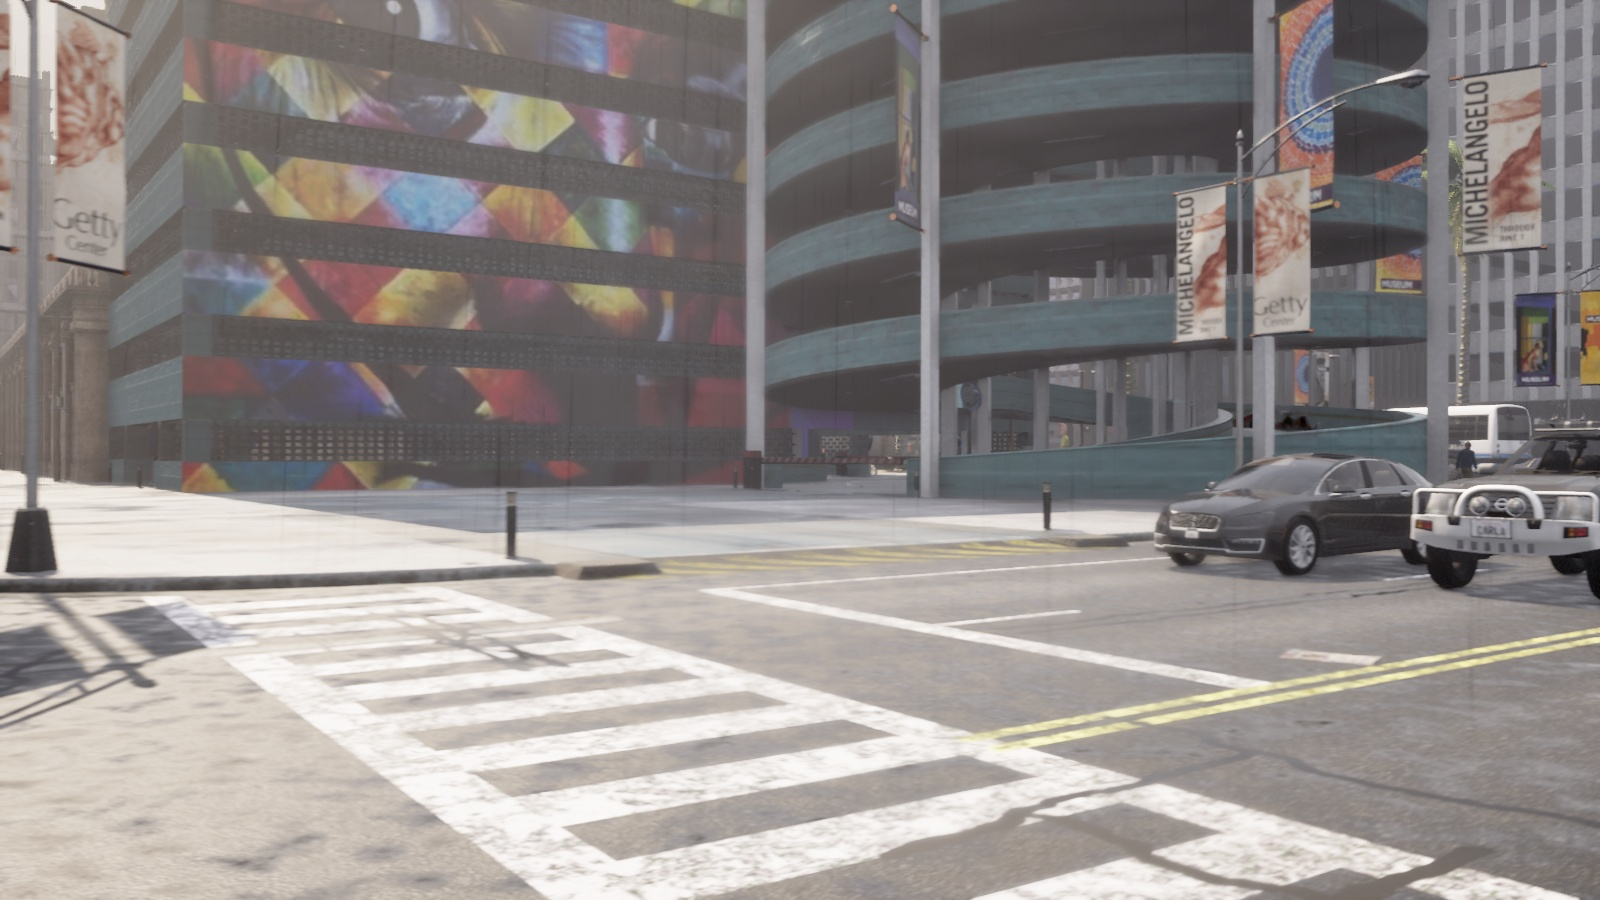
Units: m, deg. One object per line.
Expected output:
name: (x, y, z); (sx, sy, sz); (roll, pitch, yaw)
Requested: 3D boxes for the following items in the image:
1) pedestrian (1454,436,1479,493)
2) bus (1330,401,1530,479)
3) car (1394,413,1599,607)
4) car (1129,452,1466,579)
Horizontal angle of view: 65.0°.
pedestrian: (21.708, 0.456, 40.907); (0.726, 1.842, 0.402); (0, 0, -31)
bus: (36.822, -0.528, 74.007); (3.944, 4.253, 10.273); (0, 0, -26)
car: (8.858, 0.577, 14.098); (4.605, 1.855, 1.932); (0, 0, -35)
car: (6.788, 0.777, 16.921); (4.892, 1.490, 1.837); (0, 0, -35)
